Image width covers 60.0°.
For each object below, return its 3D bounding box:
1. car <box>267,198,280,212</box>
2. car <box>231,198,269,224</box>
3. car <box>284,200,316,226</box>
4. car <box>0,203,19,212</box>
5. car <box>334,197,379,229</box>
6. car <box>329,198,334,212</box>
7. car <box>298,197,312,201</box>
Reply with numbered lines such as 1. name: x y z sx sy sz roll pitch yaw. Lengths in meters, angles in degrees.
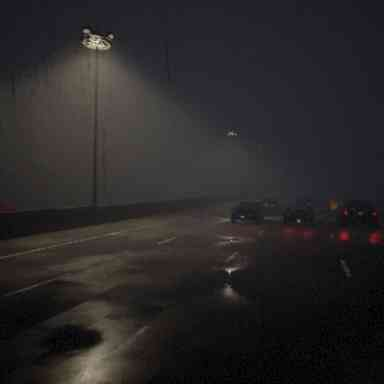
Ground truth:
1. car: 8.178 1.325 35.155 2.033 1.411 5.357 1 1 20
2. car: 4.095 1.415 23.935 1.812 1.442 4.674 1 1 20
3. car: 7.535 1.524 23.144 1.895 1.301 4.718 1 1 20
4. car: -12.552 1.277 19.354 1.882 1.535 5.008 1 0 20
5. car: 10.852 1.310 22.013 2.097 1.767 4.553 1 1 20
6. car: 15.752 1.293 35.430 1.882 1.535 5.008 1 1 20
7. car: 12.136 1.298 35.750 1.837 1.490 4.892 1 1 20
